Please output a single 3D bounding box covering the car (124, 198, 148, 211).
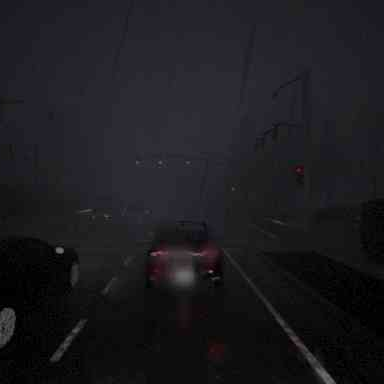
[{"bbox_3d":[-7.680,1.920,45.988,1.895,1.301,4.718,0,0,-1],"label":"car"}]

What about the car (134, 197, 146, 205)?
[{"bbox_3d":[-11.377,1.982,72.757,1.882,1.535,5.008,0,0,-1],"label":"car"}]

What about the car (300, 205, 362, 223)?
[{"bbox_3d":[11.573,1.724,26.598,5.357,1.411,2.033,0,0,1],"label":"car"}]

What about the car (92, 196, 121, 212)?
[{"bbox_3d":[-11.157,1.522,42.949,2.150,2.045,5.566,0,0,-1],"label":"car"}]

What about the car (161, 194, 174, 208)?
[{"bbox_3d":[-4.098,1.740,56.446,2.097,1.767,4.553,0,0,-1],"label":"car"}]

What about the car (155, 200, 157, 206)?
[{"bbox_3d":[-7.822,1.972,64.578,1.812,1.442,4.674,0,0,-1],"label":"car"}]

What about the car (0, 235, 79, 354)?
[{"bbox_3d":[-3.626,1.522,6.128,1.882,1.535,5.008,0,0,-2],"label":"car"}]

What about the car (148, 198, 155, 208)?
[{"bbox_3d":[-7.764,1.943,54.755,1.994,1.385,4.181,0,0,0],"label":"car"}]

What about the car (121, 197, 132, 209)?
[{"bbox_3d":[-11.248,1.872,52.775,1.837,1.490,4.892,0,0,-1],"label":"car"}]

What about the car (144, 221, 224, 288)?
[{"bbox_3d":[-0.230,1.558,9.410,2.128,1.511,4.902,0,0,-2],"label":"car"}]

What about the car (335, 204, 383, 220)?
[{"bbox_3d":[15.666,1.799,30.037,4.718,1.301,1.895,0,0,1],"label":"car"}]
